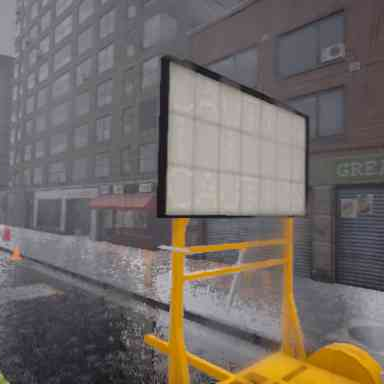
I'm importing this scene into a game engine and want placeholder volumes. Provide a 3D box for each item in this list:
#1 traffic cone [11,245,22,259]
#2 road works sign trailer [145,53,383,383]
[{"bbox_3d":[-7.415,2.517,14.043,0.340,0.580,0.340,4,-4,-44],"label":"traffic cone"},{"bbox_3d":[0.420,0.671,3.583,2.380,3.560,2.880,4,-4,-44],"label":"road works sign trailer"}]
